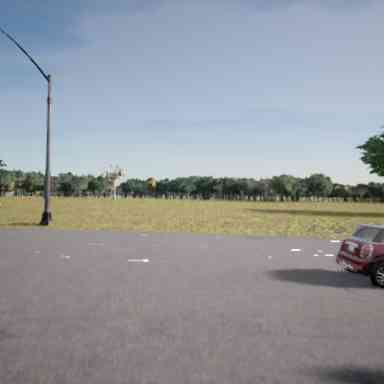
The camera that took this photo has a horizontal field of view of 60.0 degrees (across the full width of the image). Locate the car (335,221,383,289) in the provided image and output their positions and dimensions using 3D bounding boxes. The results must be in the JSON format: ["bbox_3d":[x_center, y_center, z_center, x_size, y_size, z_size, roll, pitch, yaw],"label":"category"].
[{"bbox_3d":[6.906,1.818,9.983,4.553,1.767,2.097,3,0,1],"label":"car"}]
